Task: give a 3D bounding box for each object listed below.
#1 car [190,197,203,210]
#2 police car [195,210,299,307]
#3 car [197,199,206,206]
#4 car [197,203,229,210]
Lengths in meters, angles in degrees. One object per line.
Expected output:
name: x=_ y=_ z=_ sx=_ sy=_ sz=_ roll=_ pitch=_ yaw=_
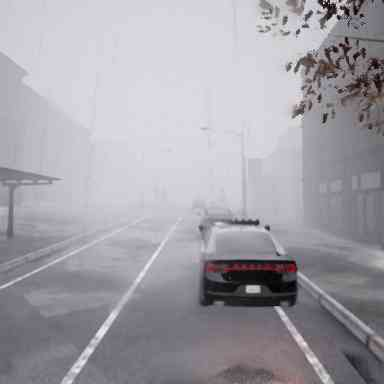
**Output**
car: x=0.956 y=1.775 z=45.128 sx=1.895 sy=1.301 sz=4.718 roll=0 pitch=0 yaw=2
police car: x=1.111 y=1.483 z=8.325 sx=1.930 sy=1.638 sz=5.238 roll=0 pitch=0 yaw=1
car: x=1.482 y=1.556 z=24.416 sx=1.801 sy=1.575 sz=5.366 roll=0 pitch=0 yaw=1
car: x=1.340 y=1.593 z=18.222 sx=1.837 sy=1.490 sz=4.892 roll=0 pitch=0 yaw=1
